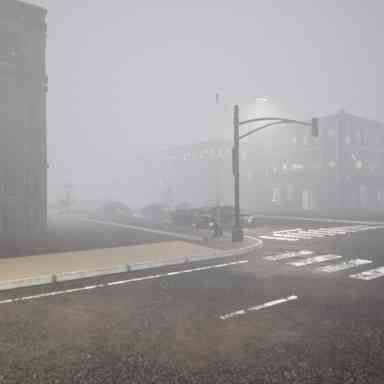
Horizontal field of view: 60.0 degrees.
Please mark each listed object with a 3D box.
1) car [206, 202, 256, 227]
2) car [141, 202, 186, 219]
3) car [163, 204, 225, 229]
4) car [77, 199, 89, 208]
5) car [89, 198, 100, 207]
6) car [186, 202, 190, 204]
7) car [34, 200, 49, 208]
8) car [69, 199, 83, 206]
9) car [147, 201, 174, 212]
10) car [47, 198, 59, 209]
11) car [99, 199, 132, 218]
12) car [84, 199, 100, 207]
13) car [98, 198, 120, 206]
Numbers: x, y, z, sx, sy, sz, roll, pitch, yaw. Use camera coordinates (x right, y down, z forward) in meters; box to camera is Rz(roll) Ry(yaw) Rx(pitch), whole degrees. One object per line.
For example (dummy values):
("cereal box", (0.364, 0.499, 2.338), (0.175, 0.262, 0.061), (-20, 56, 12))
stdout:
("car", (2.693, 1.738, 25.001), (1.812, 1.442, 4.674), (-1, 0, -34))
("car", (-3.253, 1.878, 33.370), (2.033, 1.411, 5.357), (-1, 0, -36))
("car", (0.014, 1.815, 24.074), (1.947, 1.339, 4.313), (-1, 0, -35))
("car", (-20.211, 2.195, 62.807), (1.812, 1.442, 4.674), (-1, 0, -35))
("car", (-17.114, 1.940, 62.880), (2.192, 1.841, 5.009), (-1, 0, -35))
("car", (-1.088, 1.904, 40.313), (1.802, 1.307, 4.206), (-2, 0, -35))
("car", (-30.349, 2.376, 67.055), (2.008, 1.369, 4.403), (-1, 0, -35))
("car", (-26.720, 2.365, 76.421), (1.947, 1.339, 4.313), (-1, 0, -35))
("car", (-4.291, 1.966, 44.826), (1.802, 1.307, 4.206), (-2, 0, -35))
("car", (-23.842, 2.233, 57.889), (1.752, 1.417, 4.829), (-1, 0, -35))
("car", (-7.923, 1.847, 35.460), (1.967, 1.590, 4.097), (-1, 0, -35))
("car", (-20.312, 2.228, 67.393), (1.887, 1.381, 4.507), (-1, 0, -35))
("car", (-9.903, 1.951, 42.759), (2.128, 1.511, 4.902), (-1, 0, -35))
